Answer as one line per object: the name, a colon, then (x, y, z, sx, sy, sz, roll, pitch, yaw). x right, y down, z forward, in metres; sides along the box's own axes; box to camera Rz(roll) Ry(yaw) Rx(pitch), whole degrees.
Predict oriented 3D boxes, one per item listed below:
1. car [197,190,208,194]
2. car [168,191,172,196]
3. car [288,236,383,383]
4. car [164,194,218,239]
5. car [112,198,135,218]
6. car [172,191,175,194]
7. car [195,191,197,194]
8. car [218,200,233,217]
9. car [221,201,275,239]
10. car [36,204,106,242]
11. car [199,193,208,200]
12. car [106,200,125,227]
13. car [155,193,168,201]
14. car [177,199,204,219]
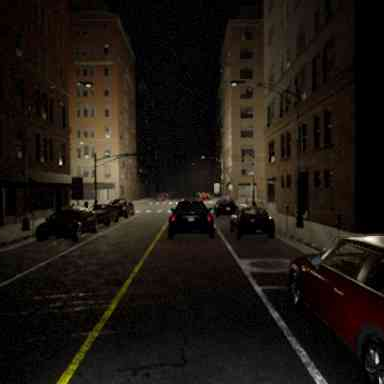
car: (2.451, 0.821, 64.011, 1.967, 1.590, 4.097, -1, 0, 0)
car: (-6.127, 0.933, 74.783, 2.008, 1.369, 4.403, -1, 0, 0)
car: (2.828, 1.361, 4.919, 1.967, 1.590, 4.097, -1, 1, 0)
car: (-0.037, 1.187, 16.595, 2.097, 1.767, 4.553, -1, 1, 0)
car: (-5.850, 1.234, 26.865, 1.967, 1.590, 4.097, -1, 1, 0)
car: (-6.210, 0.795, 90.838, 1.752, 1.417, 4.829, -1, 0, 0)
car: (2.397, 0.846, 74.829, 2.008, 1.369, 4.403, -1, 0, 0)
car: (2.677, 1.273, 26.924, 1.947, 1.339, 4.313, -1, 1, 0)
car: (2.753, 1.364, 15.922, 2.008, 1.369, 4.403, -1, 1, 0)
car: (-5.771, 1.466, 15.864, 1.947, 1.339, 4.313, -1, 1, 0)
car: (2.423, 0.861, 69.591, 1.752, 1.417, 4.829, -1, 0, 0)
car: (-5.810, 1.429, 21.365, 1.802, 1.307, 4.206, -1, 1, 0)
car: (-6.072, 1.050, 63.967, 1.802, 1.307, 4.206, -1, 0, 0)
car: (-0.134, 1.299, 26.968, 1.994, 1.385, 4.181, -1, 1, 0)
